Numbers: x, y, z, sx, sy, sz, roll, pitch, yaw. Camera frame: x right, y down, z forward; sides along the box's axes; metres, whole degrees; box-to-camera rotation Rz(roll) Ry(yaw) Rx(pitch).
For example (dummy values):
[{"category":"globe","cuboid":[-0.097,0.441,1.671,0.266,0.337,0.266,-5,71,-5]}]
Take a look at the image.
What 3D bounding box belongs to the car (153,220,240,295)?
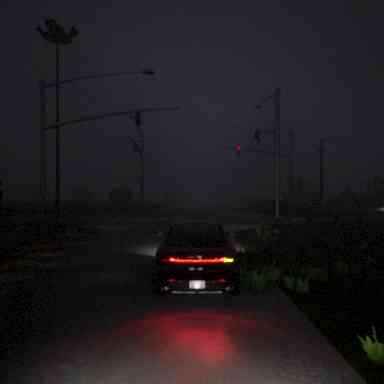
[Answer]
[{"category":"car","cuboid":[0.098,1.490,8.676,1.837,1.490,4.892,0,0,0]}]
